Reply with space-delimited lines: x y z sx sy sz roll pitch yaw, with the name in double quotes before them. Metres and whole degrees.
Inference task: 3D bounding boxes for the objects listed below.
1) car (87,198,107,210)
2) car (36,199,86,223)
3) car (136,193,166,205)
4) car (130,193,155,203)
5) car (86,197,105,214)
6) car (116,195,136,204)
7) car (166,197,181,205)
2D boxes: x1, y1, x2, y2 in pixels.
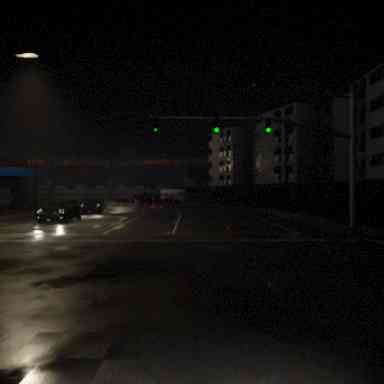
"car" -13.032 1.546 45.361 2.033 1.411 5.357 0 0 -22
"car" -10.102 1.369 25.562 2.097 1.767 4.553 0 0 -1
"car" -7.194 1.217 57.419 2.150 2.045 5.566 0 0 -32
"car" -10.021 1.191 66.861 5.566 2.045 2.150 0 0 45
"car" -10.549 1.361 35.369 2.097 1.767 4.553 0 0 -9
"car" -12.925 1.589 64.837 4.718 1.301 1.895 0 0 45
"car" -3.948 1.546 58.814 2.033 1.411 5.357 0 0 -32
